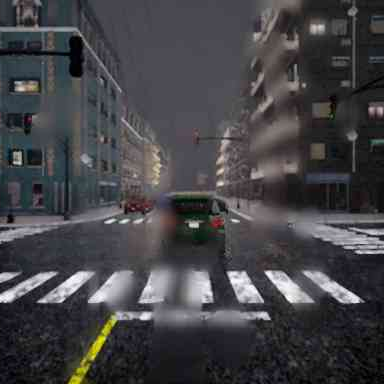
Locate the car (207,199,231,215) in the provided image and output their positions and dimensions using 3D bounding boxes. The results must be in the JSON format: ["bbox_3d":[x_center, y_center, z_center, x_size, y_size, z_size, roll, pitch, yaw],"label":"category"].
[{"bbox_3d":[2.573,1.434,32.526,1.947,1.339,4.313,0,0,0],"label":"car"}]

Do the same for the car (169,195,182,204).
[{"bbox_3d":[-2.794,1.267,56.821,1.837,1.490,4.892,0,0,0],"label":"car"}]

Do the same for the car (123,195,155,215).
[{"bbox_3d":[-5.307,1.184,32.526,2.192,1.841,5.009,0,0,0],"label":"car"}]

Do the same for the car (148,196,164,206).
[{"bbox_3d":[-5.304,1.341,49.183,1.887,1.381,4.507,0,0,0],"label":"car"}]

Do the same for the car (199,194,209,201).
[{"bbox_3d":[2.581,1.246,71.390,2.008,1.369,4.403,0,0,0],"label":"car"}]

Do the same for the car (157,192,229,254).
[{"bbox_3d":[0.070,1.144,13.330,2.150,2.045,5.566,-1,0,0],"label":"car"}]

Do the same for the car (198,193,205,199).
[{"bbox_3d":[2.585,1.134,93.598,1.887,1.381,4.507,0,0,0],"label":"car"}]

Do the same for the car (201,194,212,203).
[{"bbox_3d":[2.579,1.186,60.285,1.967,1.590,4.097,0,0,0],"label":"car"}]

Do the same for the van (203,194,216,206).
[{"bbox_3d":[2.577,1.137,49.181,1.690,1.788,3.998,0,0,0],"label":"van"}]

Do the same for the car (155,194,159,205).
[{"bbox_3d":[-2.838,1.323,37.892,1.882,1.535,5.008,0,0,0],"label":"car"}]

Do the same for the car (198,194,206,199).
[{"bbox_3d":[2.584,1.161,88.046,1.887,1.381,4.507,0,0,0],"label":"car"}]

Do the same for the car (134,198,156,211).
[{"bbox_3d":[-5.306,1.389,38.079,1.887,1.381,4.507,0,0,0],"label":"car"}]

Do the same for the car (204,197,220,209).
[{"bbox_3d":[2.575,1.402,43.630,1.802,1.307,4.206,0,0,0],"label":"car"}]

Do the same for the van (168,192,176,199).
[{"bbox_3d":[-5.296,0.957,88.046,1.690,1.788,3.998,0,0,0],"label":"van"}]
